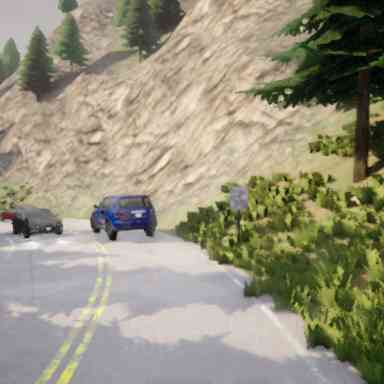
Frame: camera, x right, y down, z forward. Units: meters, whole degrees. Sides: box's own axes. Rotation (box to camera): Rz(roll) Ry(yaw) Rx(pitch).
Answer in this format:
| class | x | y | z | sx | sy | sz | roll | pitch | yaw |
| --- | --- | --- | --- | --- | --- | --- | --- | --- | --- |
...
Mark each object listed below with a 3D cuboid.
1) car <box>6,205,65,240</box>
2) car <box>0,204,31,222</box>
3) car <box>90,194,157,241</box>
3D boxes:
| class | x | y | z | sx | sy | sz | roll | pitch | yaw |
| --- | --- | --- | --- | --- | --- | --- | --- | --- | --- |
| car | -8.594 | 1.642 | 18.381 | 1.837 | 1.490 | 4.892 | -2 | 0 | -38 |
| car | -14.527 | 1.749 | 28.195 | 4.674 | 1.442 | 1.812 | -2 | 3 | 34 |
| car | -3.646 | 1.156 | 17.068 | 2.150 | 2.045 | 5.566 | -3 | 0 | -29 |
